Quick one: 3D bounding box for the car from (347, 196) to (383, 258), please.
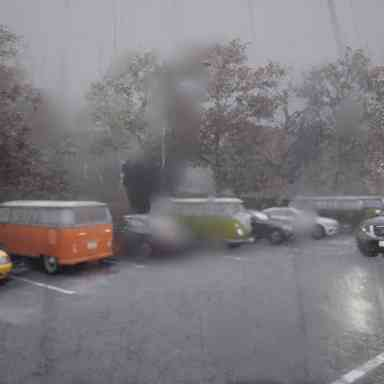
[{"bbox_3d":[8.010,1.203,11.574,5.566,2.045,2.150,0,0,-35],"label":"car"}]

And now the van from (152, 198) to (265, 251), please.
[{"bbox_3d":[0.430,1.243,13.772,4.442,1.987,1.878,-1,-1,34],"label":"van"}]

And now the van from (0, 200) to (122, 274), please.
[{"bbox_3d":[-4.553,1.255,10.466,4.442,1.987,1.878,-1,0,34],"label":"van"}]

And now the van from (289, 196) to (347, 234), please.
[{"bbox_3d":[7.411,1.243,19.041,4.442,1.987,1.878,-1,-1,34],"label":"van"}]

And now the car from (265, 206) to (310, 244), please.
[{"bbox_3d":[2.726,1.508,15.549,4.674,1.452,2.002,-1,-1,34],"label":"car"}]

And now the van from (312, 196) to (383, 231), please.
[{"bbox_3d":[10.002,1.241,20.632,4.442,1.987,1.878,-1,-1,34],"label":"van"}]

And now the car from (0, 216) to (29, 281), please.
[{"bbox_3d":[-6.692,1.480,8.582,5.366,1.575,1.946,-1,-1,34],"label":"car"}]

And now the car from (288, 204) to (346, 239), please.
[{"bbox_3d":[5.118,1.506,17.267,4.674,1.452,2.002,-1,-1,34],"label":"car"}]

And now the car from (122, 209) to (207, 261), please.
[{"bbox_3d":[-2.061,1.513,12.110,4.674,1.452,2.002,-1,0,34],"label":"car"}]
